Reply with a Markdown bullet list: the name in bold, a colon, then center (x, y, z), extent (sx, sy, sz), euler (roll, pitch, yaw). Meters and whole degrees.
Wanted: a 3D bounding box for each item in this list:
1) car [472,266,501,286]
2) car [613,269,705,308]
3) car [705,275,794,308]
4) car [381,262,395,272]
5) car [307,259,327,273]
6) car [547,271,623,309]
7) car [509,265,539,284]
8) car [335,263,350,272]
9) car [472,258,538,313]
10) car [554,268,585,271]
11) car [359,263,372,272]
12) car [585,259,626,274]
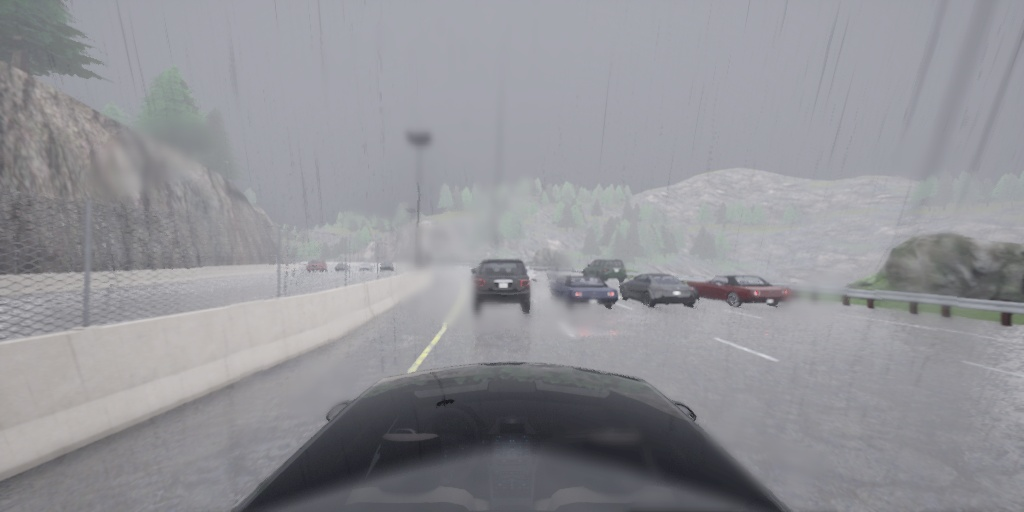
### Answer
- **car**: center (-2.240, 1.602, 30.141), extent (2.033, 1.411, 5.357), euler (0, -1, -9)
- **car**: center (6.429, 1.472, 16.324), extent (1.994, 1.385, 4.181), euler (0, -1, -5)
- **car**: center (9.950, 1.508, 16.255), extent (1.895, 1.301, 4.718), euler (0, -1, -4)
- **car**: center (-21.173, 1.738, 61.145), extent (2.097, 1.767, 4.553), euler (0, -1, -19)
- **car**: center (-30.744, 1.559, 56.766), extent (2.150, 2.045, 5.566), euler (0, -1, -19)
- **car**: center (2.968, 1.502, 15.777), extent (1.895, 1.301, 4.718), euler (0, -1, -4)
- **car**: center (0.988, 1.600, 32.032), extent (1.812, 1.442, 4.674), euler (0, 0, -9)
- **car**: center (-27.791, 1.865, 58.884), extent (1.837, 1.490, 4.892), euler (0, -1, -19)
- **car**: center (-0.473, 1.116, 14.898), extent (2.150, 2.045, 5.566), euler (0, 0, -4)
- **car**: center (4.561, 1.675, 31.918), extent (1.895, 1.301, 4.718), euler (0, -1, -9)
- **car**: center (-24.580, 1.903, 60.333), extent (1.812, 1.442, 4.674), euler (0, -1, -19)
- **car**: center (8.123, 1.298, 31.824), extent (2.150, 2.045, 5.566), euler (0, 0, -9)
